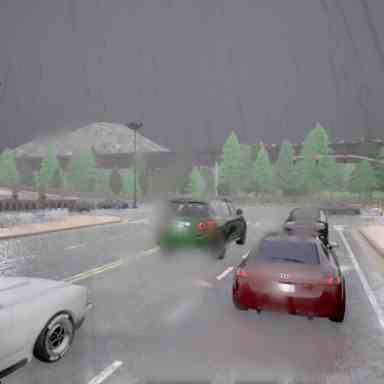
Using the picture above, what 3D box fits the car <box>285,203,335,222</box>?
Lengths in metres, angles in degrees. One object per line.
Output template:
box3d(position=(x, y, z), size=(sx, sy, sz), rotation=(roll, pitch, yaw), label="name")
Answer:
box3d(position=(5.459, 1.515, 15.754), size=(2.128, 1.511, 4.902), rotation=(0, 0, 22), label="car")

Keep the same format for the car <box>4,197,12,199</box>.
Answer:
box3d(position=(-25.338, 1.414, 41.780), size=(5.357, 1.411, 2.033), rotation=(2, 1, 20), label="car")

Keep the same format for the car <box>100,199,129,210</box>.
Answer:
box3d(position=(-10.532, 1.610, 43.953), size=(4.181, 1.385, 1.994), rotation=(0, 0, 20), label="car")

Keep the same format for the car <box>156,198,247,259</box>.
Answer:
box3d(position=(0.597, 1.239, 12.965), size=(2.150, 2.045, 5.566), rotation=(0, 0, 21), label="car")

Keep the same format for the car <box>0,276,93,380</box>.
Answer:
box3d(position=(-3.155, 1.604, 3.332), size=(1.895, 1.301, 4.718), rotation=(0, 0, 21), label="car")

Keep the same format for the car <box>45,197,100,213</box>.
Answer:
box3d(position=(-13.607, 1.586, 37.613), size=(5.357, 1.411, 2.033), rotation=(0, 0, 20), label="car")

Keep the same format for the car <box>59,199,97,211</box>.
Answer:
box3d(position=(-14.243, 1.603, 41.555), size=(4.181, 1.385, 1.994), rotation=(0, 0, 20), label="car")

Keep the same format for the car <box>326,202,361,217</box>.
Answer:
box3d(position=(13.706, 1.613, 31.649), size=(4.181, 1.385, 1.994), rotation=(0, 0, 20), label="car")

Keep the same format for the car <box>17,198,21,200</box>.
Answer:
box3d(position=(-24.218, 1.434, 45.101), size=(4.181, 1.385, 1.994), rotation=(2, 1, 20), label="car")

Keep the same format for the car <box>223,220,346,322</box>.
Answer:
box3d(position=(2.248, 1.575, 7.444), size=(1.994, 1.385, 4.181), rotation=(0, 0, 20), label="car")

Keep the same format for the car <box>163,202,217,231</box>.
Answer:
box3d(position=(0.047, 1.446, 21.467), size=(1.837, 1.490, 4.892), rotation=(0, 0, 21), label="car")
